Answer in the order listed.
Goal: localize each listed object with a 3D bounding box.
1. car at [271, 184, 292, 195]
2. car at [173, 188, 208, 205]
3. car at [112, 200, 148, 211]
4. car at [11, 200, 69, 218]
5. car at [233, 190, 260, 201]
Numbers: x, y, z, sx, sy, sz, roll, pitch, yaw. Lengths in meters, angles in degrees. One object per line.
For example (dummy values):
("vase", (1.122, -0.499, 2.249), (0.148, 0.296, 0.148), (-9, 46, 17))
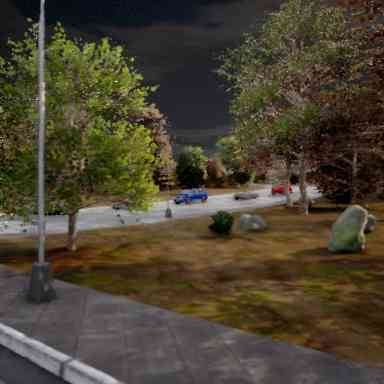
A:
("car", (15.900, -0.499, 59.079), (2.150, 2.045, 5.566), (0, 3, 36))
("car", (-0.108, 0.554, 44.541), (2.150, 2.045, 5.566), (0, 3, 39))
("car", (-6.692, 1.307, 36.318), (1.994, 1.385, 4.181), (0, 2, 38))
("car", (-12.893, 1.451, 28.540), (2.128, 1.511, 4.902), (0, 1, 39))
("car", (7.965, 0.469, 48.739), (2.033, 1.411, 5.357), (0, 3, 38))
